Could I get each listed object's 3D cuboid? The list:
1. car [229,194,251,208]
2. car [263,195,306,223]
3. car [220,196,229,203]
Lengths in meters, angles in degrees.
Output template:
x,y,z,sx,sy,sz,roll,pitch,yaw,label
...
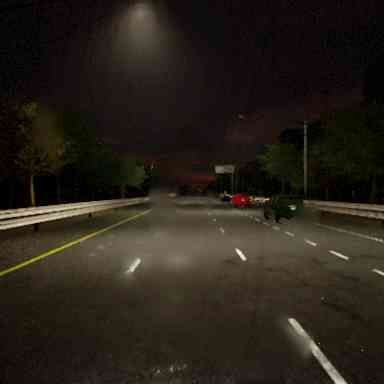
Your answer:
x,y,z,sx,sy,sz,roll,pitch,yaw,label
7.145,1.268,48.597,2.150,2.045,5.566,0,0,0,car
7.044,1.237,25.762,2.150,2.045,5.566,0,0,0,car
7.317,1.580,73.248,1.837,1.490,4.892,0,0,0,car
